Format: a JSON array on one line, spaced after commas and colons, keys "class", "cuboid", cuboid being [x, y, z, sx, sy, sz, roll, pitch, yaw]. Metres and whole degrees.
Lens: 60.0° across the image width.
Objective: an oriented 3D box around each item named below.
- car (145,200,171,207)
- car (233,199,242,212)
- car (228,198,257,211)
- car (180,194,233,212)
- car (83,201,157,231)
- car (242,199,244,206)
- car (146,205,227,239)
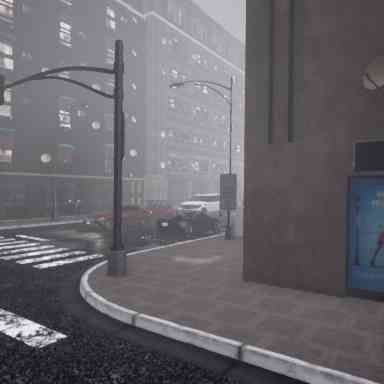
[{"class": "car", "cuboid": [-3.368, 1.362, 26.841, 1.967, 1.590, 4.097, 1, 1, 35]}, {"class": "car", "cuboid": [3.041, 1.224, 35.996, 2.192, 1.841, 5.009, 1, 1, 35]}, {"class": "car", "cuboid": [6.242, 1.483, 40.576, 1.802, 1.307, 4.206, 1, 1, 35]}, {"class": "car", "cuboid": [1.096, 1.171, 28.919, 2.150, 2.045, 5.566, 1, 1, 35]}, {"class": "car", "cuboid": [-4.569, 1.487, 20.829, 1.812, 1.442, 4.674, 1, 1, 35]}, {"class": "car", "cuboid": [6.961, 1.289, 37.281, 2.097, 1.767, 4.553, 1, 1, 35]}, {"class": "car", "cuboid": [-0.117, 1.599, 17.746, 1.947, 1.339, 4.313, 1, 1, 35]}]
